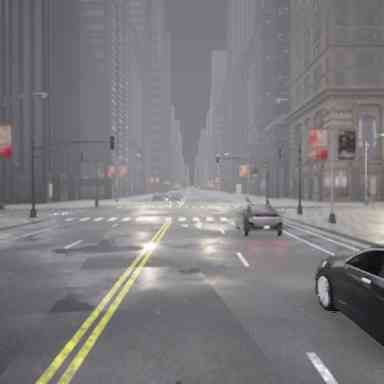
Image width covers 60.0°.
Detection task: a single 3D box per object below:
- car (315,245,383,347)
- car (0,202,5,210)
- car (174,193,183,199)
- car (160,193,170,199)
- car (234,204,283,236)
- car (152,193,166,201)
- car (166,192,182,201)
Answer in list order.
[{"bbox_3d":[3.352,1.470,4.703,1.837,1.490,4.892,0,1,0],"label":"car"},{"bbox_3d":[-23.964,1.546,38.275,4.507,1.381,1.887,-1,1,0],"label":"car"},{"bbox_3d":[-3.213,0.907,79.389,2.033,1.411,5.357,0,1,0],"label":"car"},{"bbox_3d":[-6.463,0.906,79.568,2.033,1.411,5.357,0,1,0],"label":"car"},{"bbox_3d":[3.359,1.362,17.367,2.128,1.511,4.902,0,0,0],"label":"car"},{"bbox_3d":[-6.482,1.050,63.862,2.033,1.411,5.357,0,0,0],"label":"car"},{"bbox_3d":[-3.240,0.855,63.947,2.097,1.767,4.553,0,0,1],"label":"car"}]
